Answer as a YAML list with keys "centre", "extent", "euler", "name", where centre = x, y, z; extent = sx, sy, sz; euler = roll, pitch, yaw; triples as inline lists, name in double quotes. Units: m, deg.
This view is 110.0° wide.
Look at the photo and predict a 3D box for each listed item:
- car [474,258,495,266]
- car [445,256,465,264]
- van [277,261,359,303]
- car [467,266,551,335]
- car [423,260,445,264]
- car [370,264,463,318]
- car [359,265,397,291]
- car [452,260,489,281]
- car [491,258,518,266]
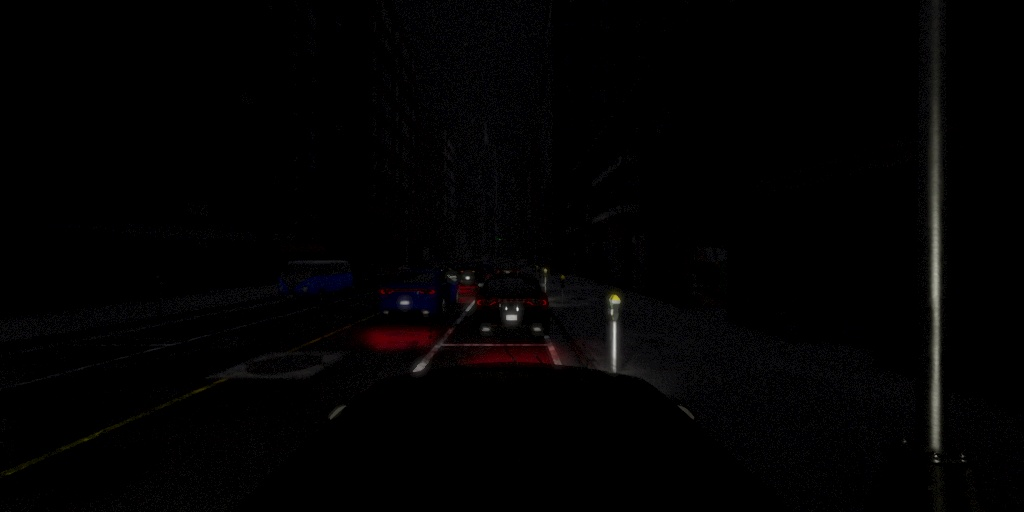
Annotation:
- centre: [-3.061, 1.284, 42.288]
  extent: [1.812, 1.442, 4.674]
  euler: [0, 0, 0]
  name: "car"
- centre: [-6.230, 0.977, 38.982]
  extent: [2.150, 2.045, 5.566]
  euler: [0, 0, 1]
  name: "car"
- centre: [-8.813, 1.091, 16.328]
  extent: [1.690, 1.789, 3.998]
  euler: [0, 0, 0]
  name: "van"
- centre: [-0.006, 1.228, 10.500]
  extent: [1.882, 1.535, 5.008]
  euler: [0, 0, 0]
  name: "car"
- centre: [-8.813, 1.322, 38.333]
  extent: [1.948, 1.339, 4.313]
  euler: [0, 0, 0]
  name: "car"
- centre: [-3.145, 1.228, 12.982]
  extent: [1.882, 1.535, 5.008]
  euler: [0, 0, 0]
  name: "car"
- centre: [-8.813, 1.317, 21.829]
  extent: [1.948, 1.339, 4.313]
  euler: [0, 0, 0]
  name: "car"
- centre: [-3.063, 1.257, 27.249]
  extent: [1.837, 1.490, 4.892]
  euler: [0, 0, 0]
  name: "car"
- centre: [-0.288, 1.193, 27.330]
  extent: [1.967, 1.591, 4.097]
  euler: [0, 0, 0]
  name: "car"
